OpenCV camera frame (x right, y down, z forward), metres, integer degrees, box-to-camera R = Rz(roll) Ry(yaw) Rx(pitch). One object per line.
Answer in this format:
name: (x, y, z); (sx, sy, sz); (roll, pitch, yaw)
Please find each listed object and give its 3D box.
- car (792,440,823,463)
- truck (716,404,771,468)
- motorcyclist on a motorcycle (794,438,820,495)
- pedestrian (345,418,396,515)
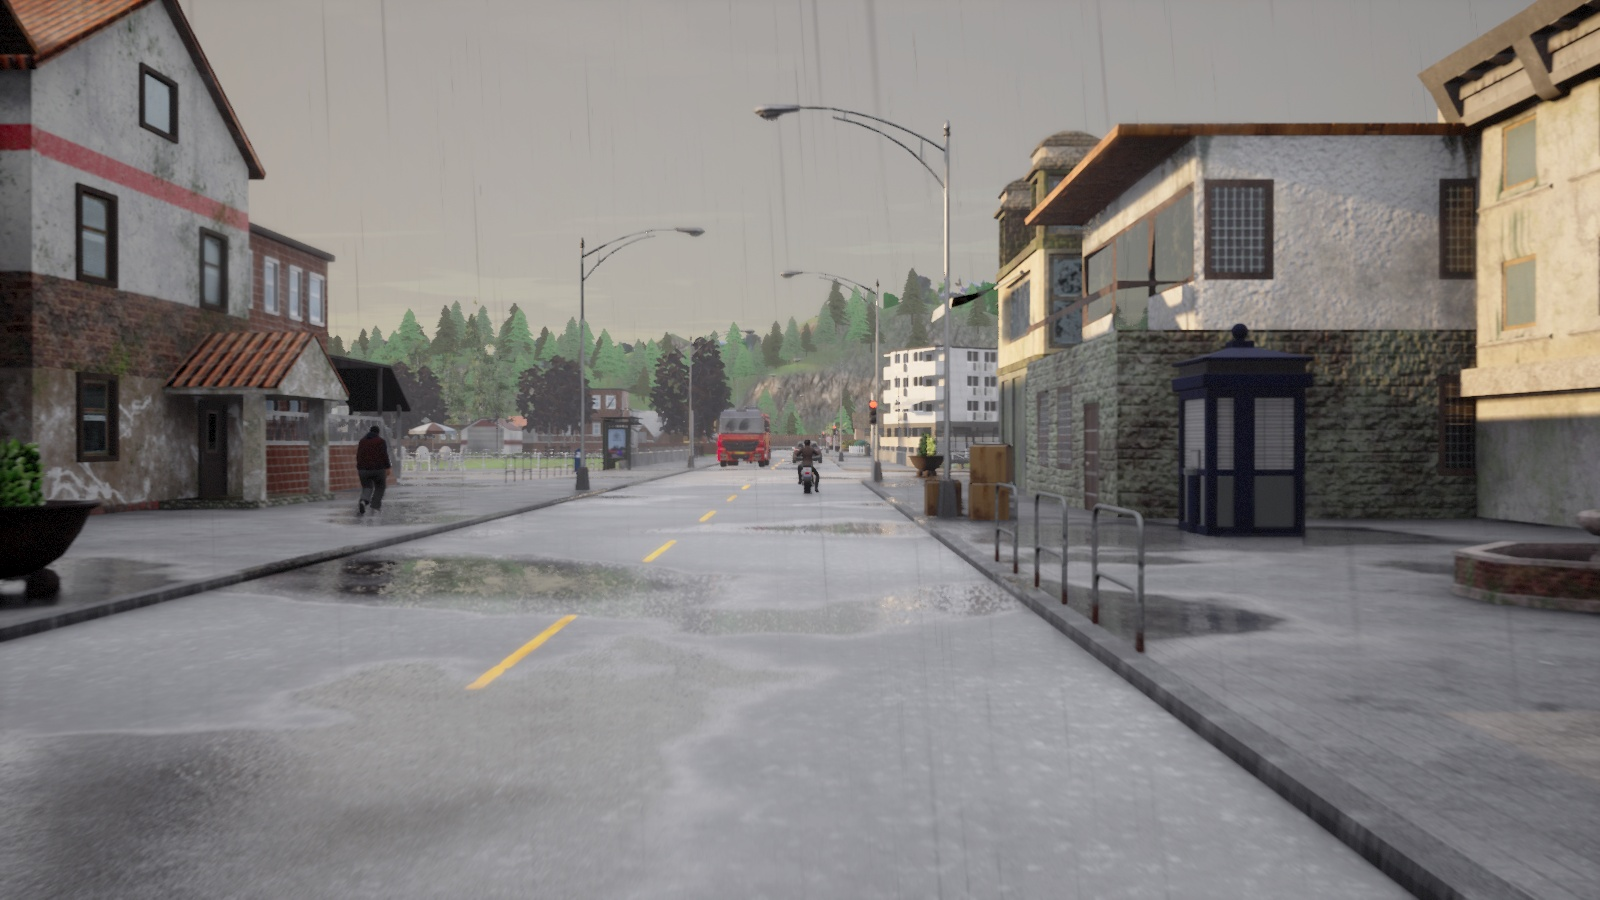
car: (0.543, 0.068, 92.928); (2.242, 1.667, 4.611); (0, 0, 0)
truck: (-3.492, -0.872, 80.128); (2.891, 3.827, 8.468); (0, 0, 2)
motorcyclist on a motorcycle: (0.224, 0.485, 37.664); (0.766, 1.649, 2.350); (0, 0, 1)
pedestrian: (-8.347, 0.309, 24.418); (0.634, 1.844, 0.899); (0, 0, 5)
